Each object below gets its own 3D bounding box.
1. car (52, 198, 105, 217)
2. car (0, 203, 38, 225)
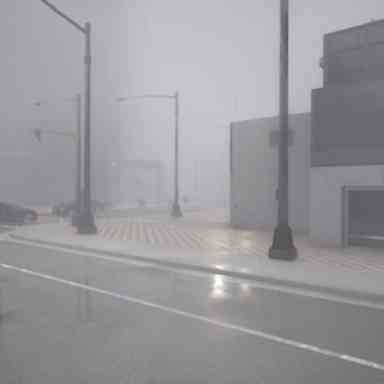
[{"bbox_3d":[-10.279,1.382,30.386,1.837,1.490,4.892,0,1,36],"label":"car"},{"bbox_3d":[-12.424,1.426,21.316,1.837,1.490,4.892,0,0,36],"label":"car"}]
